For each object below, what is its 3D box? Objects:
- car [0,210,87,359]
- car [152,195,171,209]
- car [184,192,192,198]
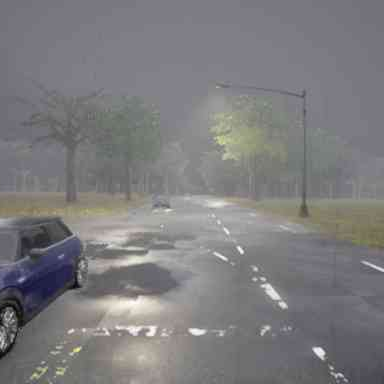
[{"bbox_3d":[-3.496,1.299,5.824,2.097,1.767,4.553,0,1,0],"label":"car"},{"bbox_3d":[-3.472,1.187,38.784,1.837,1.490,4.892,0,0,0],"label":"car"},{"bbox_3d":[-1.233,0.873,94.859,2.128,1.511,4.902,0,0,7],"label":"car"}]
